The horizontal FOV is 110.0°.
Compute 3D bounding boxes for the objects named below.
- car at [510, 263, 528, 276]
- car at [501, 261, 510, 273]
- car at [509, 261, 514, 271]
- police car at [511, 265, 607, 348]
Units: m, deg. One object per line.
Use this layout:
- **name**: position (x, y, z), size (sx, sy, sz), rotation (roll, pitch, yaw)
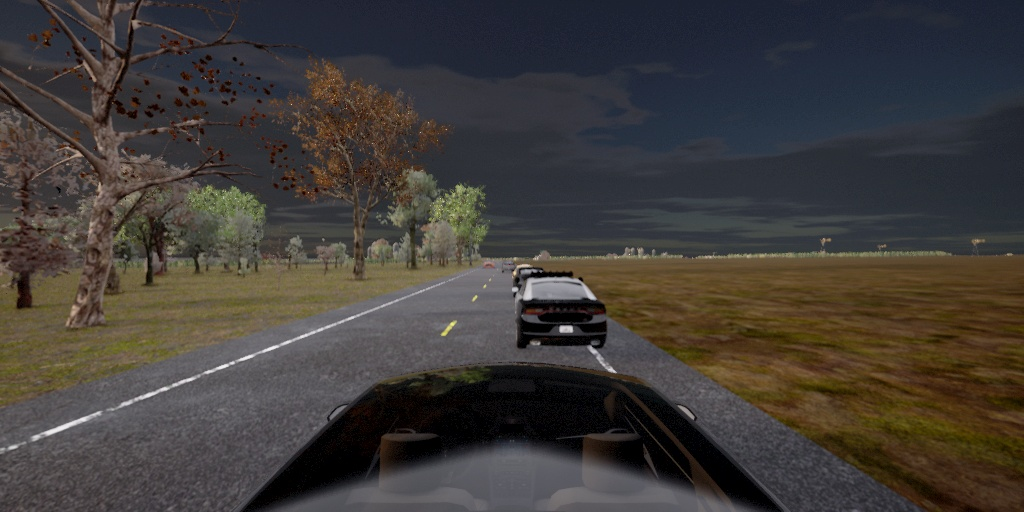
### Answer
- **car**: position (0.973, 1.335, 19.352), size (1.837, 1.490, 4.892), rotation (0, 0, 0)
- **car**: position (-0.413, 1.471, 48.416), size (2.128, 1.511, 4.902), rotation (0, 0, -1)
- **car**: position (0.920, 1.316, 25.548), size (1.801, 1.575, 5.366), rotation (0, 0, -1)
- **police car**: position (1.031, 1.209, 9.453), size (1.930, 1.638, 5.238), rotation (0, 0, 0)
